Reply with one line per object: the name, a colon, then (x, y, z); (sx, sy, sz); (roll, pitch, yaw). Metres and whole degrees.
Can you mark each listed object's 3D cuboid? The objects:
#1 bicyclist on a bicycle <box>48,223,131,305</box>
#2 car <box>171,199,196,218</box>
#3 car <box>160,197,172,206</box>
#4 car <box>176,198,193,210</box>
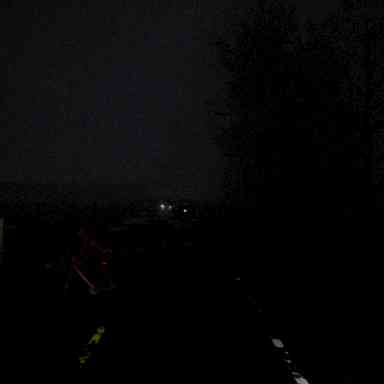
bicyclist on a bicycle: (-2.043, 1.455, 6.643); (1.656, 1.620, 0.582); (0, 0, -1)
car: (-0.650, 1.573, 30.473); (1.994, 1.385, 4.181); (0, 0, -2)
car: (-4.235, 1.580, 55.688); (1.994, 1.385, 4.181); (0, 0, -1)
car: (-0.986, 1.560, 43.554); (2.033, 1.411, 5.357); (0, 0, -1)
